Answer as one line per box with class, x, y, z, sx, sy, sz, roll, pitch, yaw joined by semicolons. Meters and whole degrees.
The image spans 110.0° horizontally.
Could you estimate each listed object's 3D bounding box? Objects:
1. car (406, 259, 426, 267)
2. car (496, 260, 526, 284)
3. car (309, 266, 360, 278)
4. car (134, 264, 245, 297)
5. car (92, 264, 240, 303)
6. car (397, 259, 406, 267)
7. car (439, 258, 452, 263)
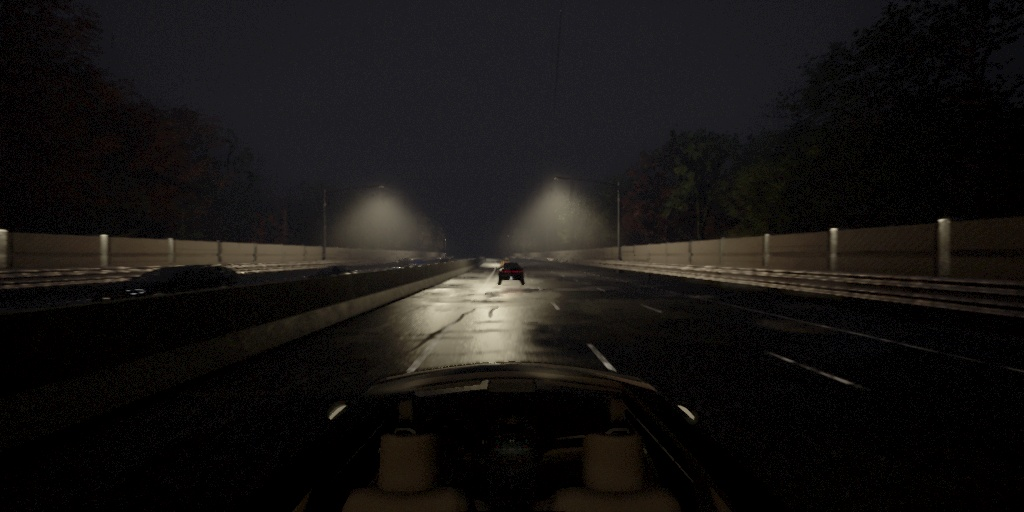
car;-14.865;1.179;56.716;1.812;1.442;4.674;0;0;-1
car;-0.072;1.208;26.141;1.837;1.490;4.892;0;0;-1
car;-10.703;1.288;22.027;1.994;1.385;4.181;0;0;0
car;-17.687;1.240;20.076;1.837;1.490;4.892;0;0;0
car;-14.143;1.219;14.996;1.882;1.535;5.008;0;0;0
car;-18.534;1.201;62.269;1.994;1.385;4.181;0;0;-1
car;-11.535;1.135;62.512;1.837;1.490;4.892;0;0;-1
